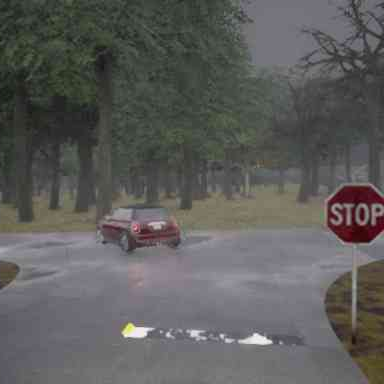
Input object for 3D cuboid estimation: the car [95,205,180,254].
[{"bbox_3d":[-2.376,1.318,13.648,2.097,1.767,4.553,-2,0,-32],"label":"car"}]
